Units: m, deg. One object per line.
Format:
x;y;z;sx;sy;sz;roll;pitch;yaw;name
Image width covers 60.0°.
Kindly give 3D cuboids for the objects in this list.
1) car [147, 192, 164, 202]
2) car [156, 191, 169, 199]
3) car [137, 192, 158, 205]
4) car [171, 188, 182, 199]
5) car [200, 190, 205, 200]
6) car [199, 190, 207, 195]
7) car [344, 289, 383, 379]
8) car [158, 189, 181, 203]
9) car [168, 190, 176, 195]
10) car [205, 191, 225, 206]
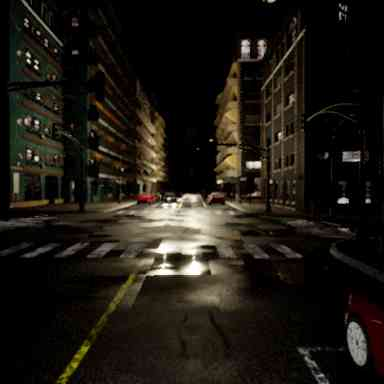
-5.574;0.688;51.408;2.008;1.369;4.403;0;1;0;car
-5.550;0.518;62.737;1.947;1.339;4.313;0;1;0;car
-5.686;0.847;41.307;1.887;1.381;4.507;0;1;0;car
-2.882;0.516;62.702;1.994;1.385;4.181;0;1;1;car
2.819;0.611;57.055;1.947;1.339;4.313;0;1;0;car
2.891;0.050;91.038;2.008;1.369;4.403;0;1;0;car
2.832;1.498;2.601;1.887;1.381;4.507;0;1;0;car
-2.974;0.721;45.823;2.128;1.511;4.902;0;1;0;car
-5.489;0.049;91.055;2.008;1.369;4.403;0;1;0;car
2.894;0.763;40.065;1.967;1.590;4.097;0;1;0;car
